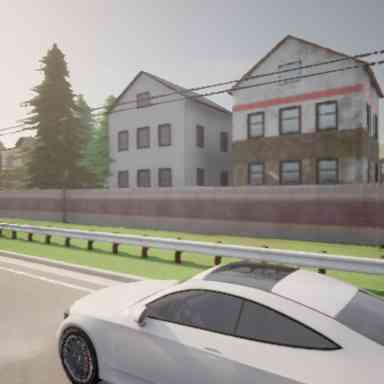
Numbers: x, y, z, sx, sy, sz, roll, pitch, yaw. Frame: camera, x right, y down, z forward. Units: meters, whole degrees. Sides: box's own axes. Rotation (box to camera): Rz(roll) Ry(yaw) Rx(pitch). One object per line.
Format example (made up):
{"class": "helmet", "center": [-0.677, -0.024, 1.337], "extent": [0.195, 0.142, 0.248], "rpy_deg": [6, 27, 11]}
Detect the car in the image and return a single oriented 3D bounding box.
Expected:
{"class": "car", "center": [0.451, 1.536, 3.672], "extent": [4.674, 1.442, 1.812], "rpy_deg": [0, 0, 36]}
